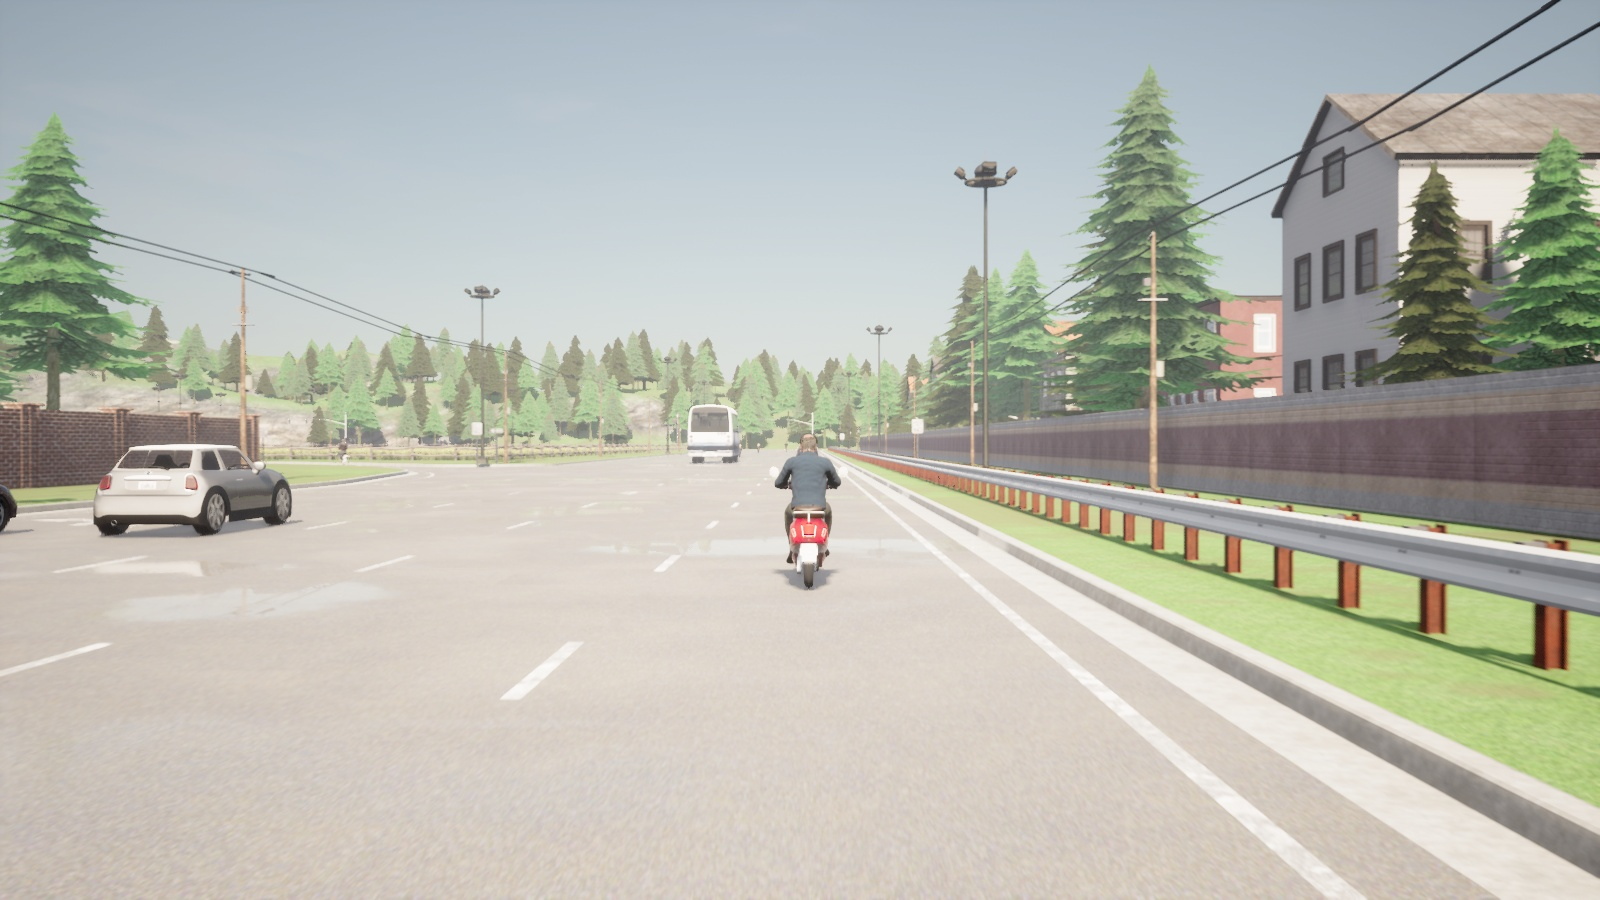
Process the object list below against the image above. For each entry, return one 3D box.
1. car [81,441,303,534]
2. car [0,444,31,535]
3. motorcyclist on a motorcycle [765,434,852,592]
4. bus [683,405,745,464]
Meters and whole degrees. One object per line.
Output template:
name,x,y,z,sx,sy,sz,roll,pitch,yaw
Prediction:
car,-10.361,0.585,21.739,1.970,1.475,3.806,0,0,0
car,-13.876,0.645,19.050,1.816,1.474,4.193,0,0,0
motorcyclist on a motorcycle,0.092,0.627,13.486,0.866,1.590,1.817,0,0,0
bus,-6.438,-1.157,95.811,3.944,4.253,10.273,0,0,0
